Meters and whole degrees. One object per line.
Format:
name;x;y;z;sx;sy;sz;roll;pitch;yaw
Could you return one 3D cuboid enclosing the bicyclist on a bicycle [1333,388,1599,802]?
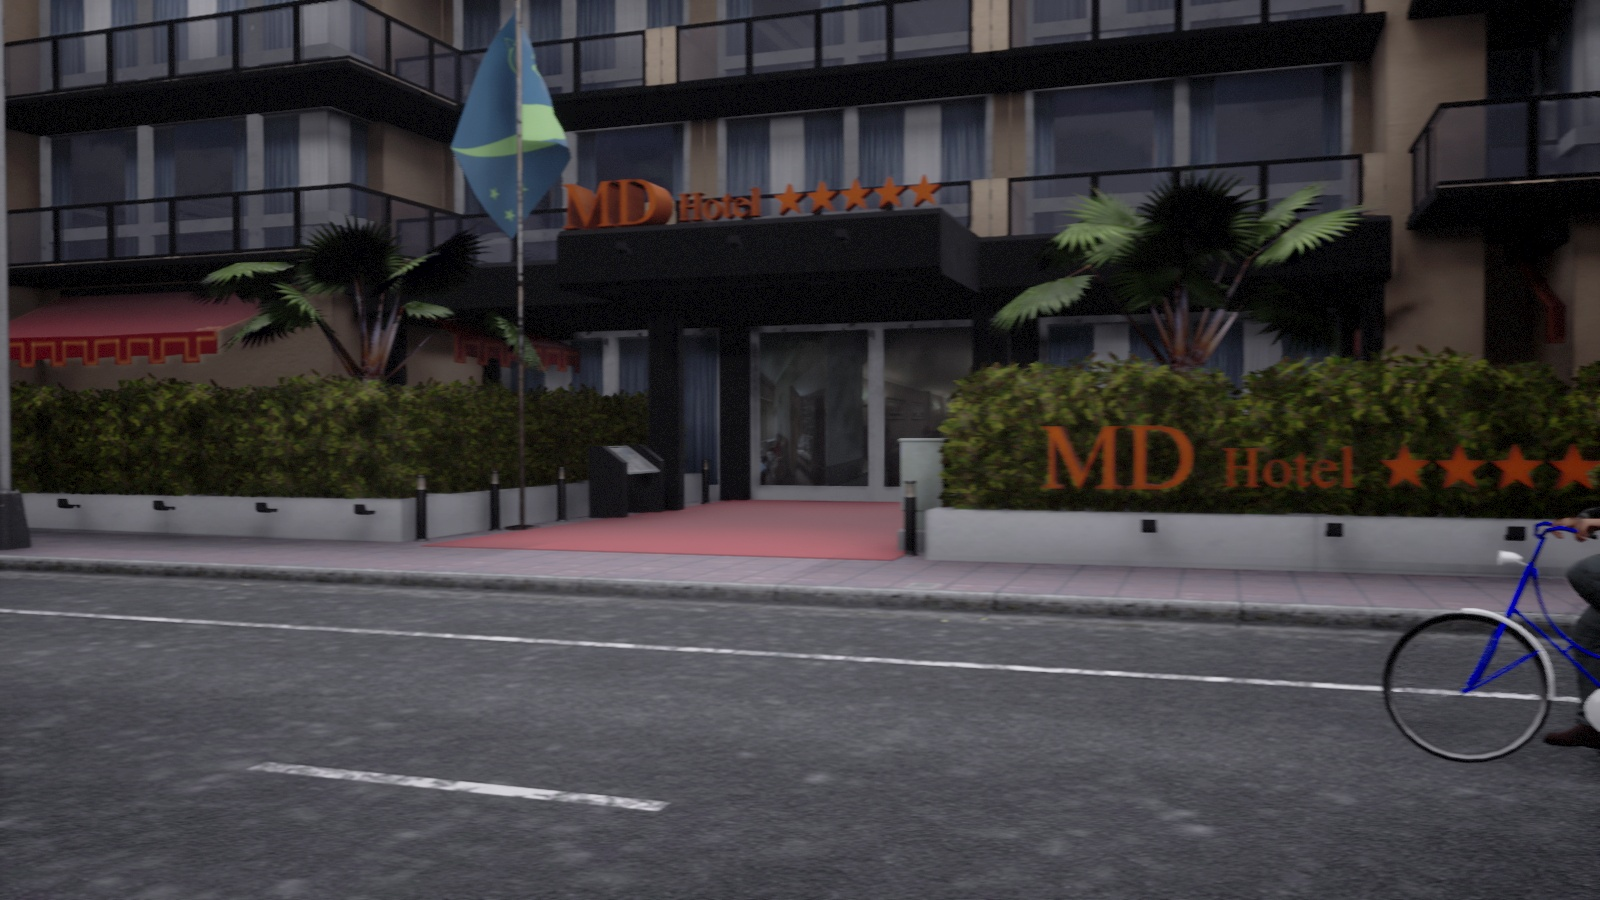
bicyclist on a bicycle;3.464;0.619;5.718;1.843;1.776;0.659;1;1;19
